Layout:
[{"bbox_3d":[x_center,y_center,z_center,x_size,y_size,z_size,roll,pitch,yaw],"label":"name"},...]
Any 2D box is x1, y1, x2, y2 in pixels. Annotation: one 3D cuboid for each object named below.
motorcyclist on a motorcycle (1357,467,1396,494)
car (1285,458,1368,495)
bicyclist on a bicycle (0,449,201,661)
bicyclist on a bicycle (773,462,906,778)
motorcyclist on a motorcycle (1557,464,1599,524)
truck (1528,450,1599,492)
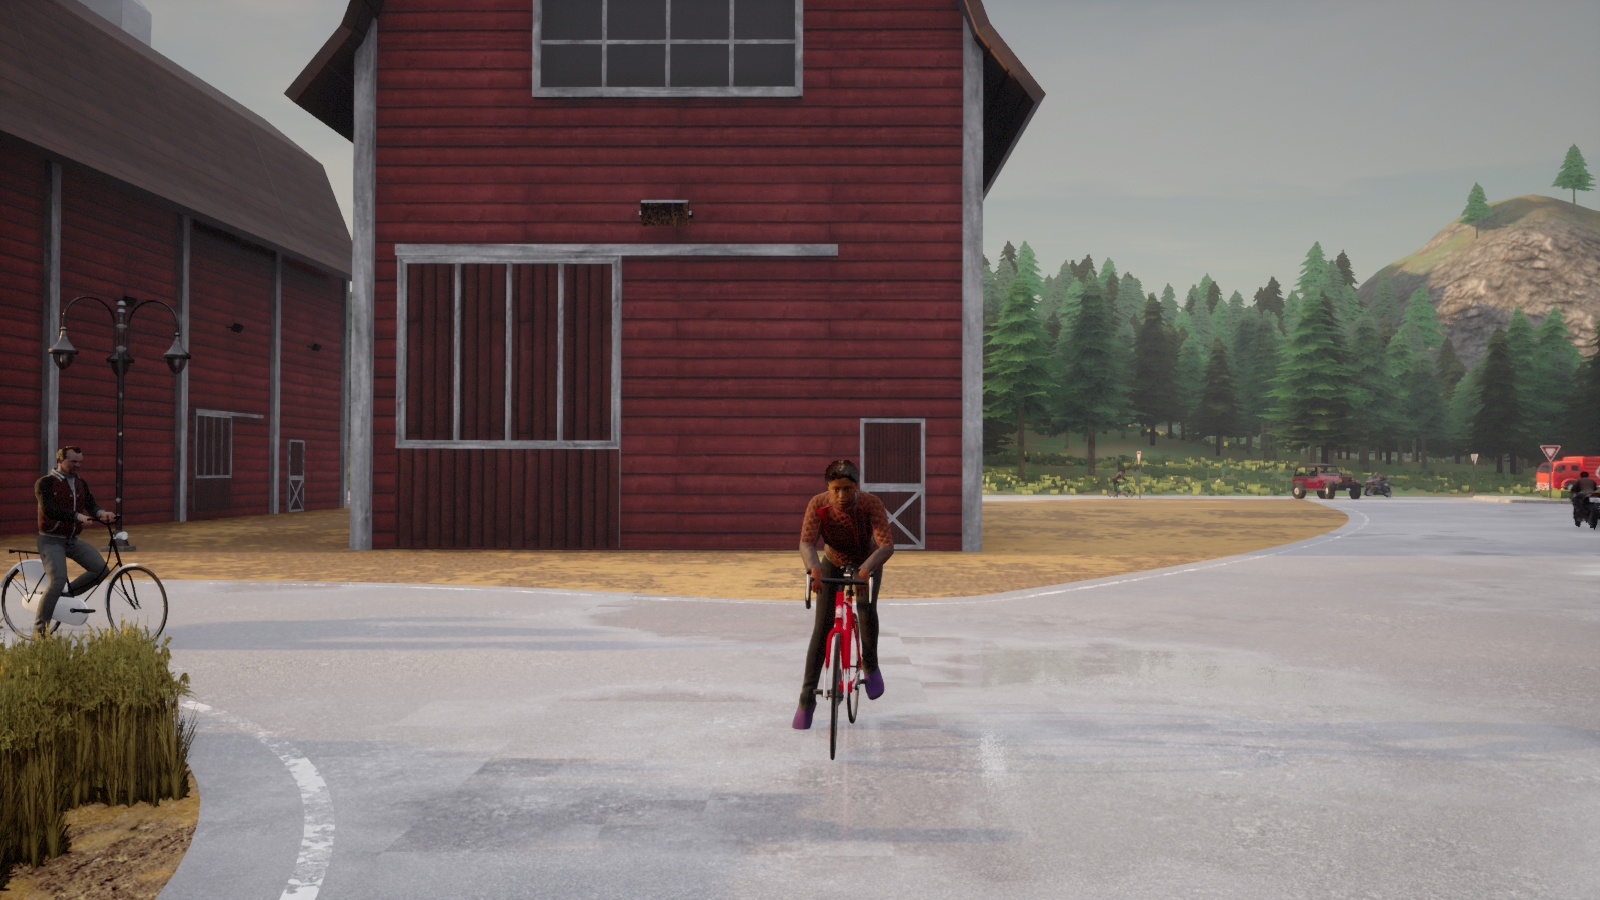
[{"bbox_3d":[33.620,1.768,73.212,2.191,1.530,0.866,1,0,-26],"label":"motorcyclist on a motorcycle"},{"bbox_3d":[27.266,1.387,65.200,1.905,1.878,3.866,0,-2,-17],"label":"car"},{"bbox_3d":[-6.310,0.897,11.119,1.843,1.776,0.659,-1,-1,16],"label":"bicyclist on a bicycle"},{"bbox_3d":[0.272,0.881,7.307,0.582,1.620,1.656,0,-1,8],"label":"bicyclist on a bicycle"},{"bbox_3d":[20.753,1.149,33.214,0.797,1.523,2.044,0,-1,18],"label":"motorcyclist on a motorcycle"},{"bbox_3d":[46.422,1.247,74.210,5.204,2.467,2.627,0,-1,2],"label":"truck"}]
